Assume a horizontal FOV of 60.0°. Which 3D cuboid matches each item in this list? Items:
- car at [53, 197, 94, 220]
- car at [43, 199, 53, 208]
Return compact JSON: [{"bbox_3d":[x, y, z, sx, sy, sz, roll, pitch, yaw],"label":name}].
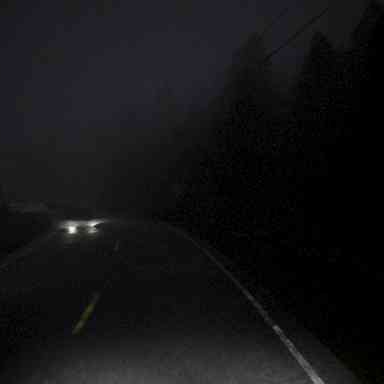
[{"bbox_3d":[-9.459,1.332,26.818,1.882,1.535,5.008,0,0,-35],"label":"car"},{"bbox_3d":[-14.302,1.298,36.388,4.902,1.511,2.128,0,0,35],"label":"car"}]
